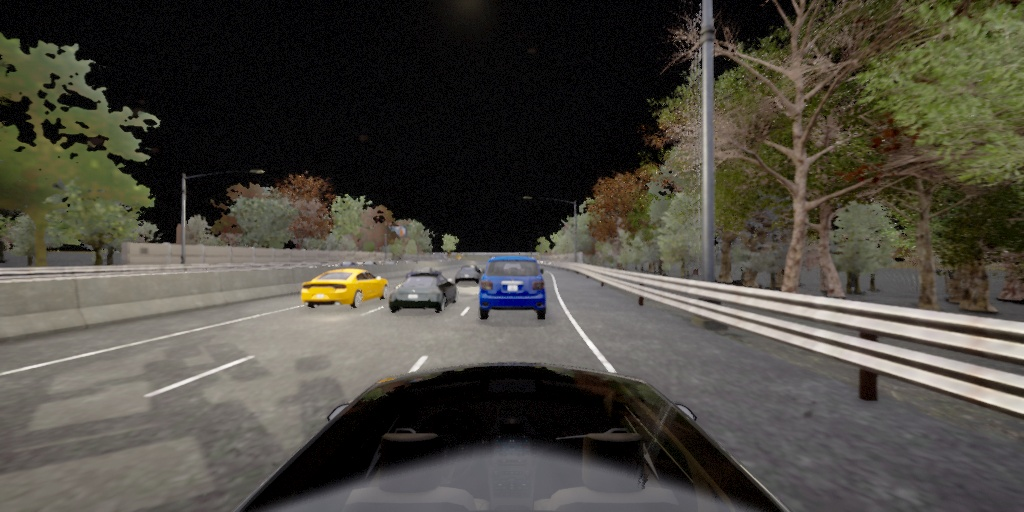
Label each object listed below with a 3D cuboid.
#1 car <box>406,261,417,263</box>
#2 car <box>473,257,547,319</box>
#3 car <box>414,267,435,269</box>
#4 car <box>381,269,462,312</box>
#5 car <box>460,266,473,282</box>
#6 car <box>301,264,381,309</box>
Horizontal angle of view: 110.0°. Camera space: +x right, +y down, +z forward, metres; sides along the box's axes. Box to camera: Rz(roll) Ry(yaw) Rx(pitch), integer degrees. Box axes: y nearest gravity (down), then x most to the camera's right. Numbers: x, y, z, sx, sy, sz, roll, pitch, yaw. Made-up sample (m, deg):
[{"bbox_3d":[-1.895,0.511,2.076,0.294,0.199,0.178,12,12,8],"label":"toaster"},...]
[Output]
[{"bbox_3d":[-17.504,1.660,62.241,1.837,1.490,4.892,0,0,1],"label":"car"},{"bbox_3d":[0.041,1.042,13.250,2.150,2.045,5.566,0,0,1],"label":"car"},{"bbox_3d":[-6.949,1.519,28.777,1.895,1.301,4.718,0,0,1],"label":"car"},{"bbox_3d":[-3.447,1.392,14.572,1.994,1.385,4.181,0,0,1],"label":"car"},{"bbox_3d":[-3.443,1.488,29.451,1.994,1.385,4.181,0,0,0],"label":"car"},{"bbox_3d":[-6.941,1.311,15.491,1.882,1.535,5.008,0,0,0],"label":"car"}]
